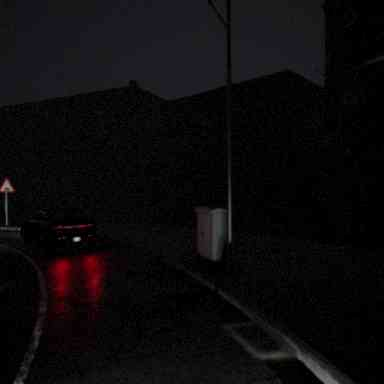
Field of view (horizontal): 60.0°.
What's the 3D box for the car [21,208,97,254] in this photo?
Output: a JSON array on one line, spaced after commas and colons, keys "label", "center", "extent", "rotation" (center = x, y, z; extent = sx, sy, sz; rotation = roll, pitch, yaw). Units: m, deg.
[{"label": "car", "center": [-5.435, 1.409, 13.295], "extent": [2.128, 1.511, 4.902], "rotation": [-1, 0, -38]}]
